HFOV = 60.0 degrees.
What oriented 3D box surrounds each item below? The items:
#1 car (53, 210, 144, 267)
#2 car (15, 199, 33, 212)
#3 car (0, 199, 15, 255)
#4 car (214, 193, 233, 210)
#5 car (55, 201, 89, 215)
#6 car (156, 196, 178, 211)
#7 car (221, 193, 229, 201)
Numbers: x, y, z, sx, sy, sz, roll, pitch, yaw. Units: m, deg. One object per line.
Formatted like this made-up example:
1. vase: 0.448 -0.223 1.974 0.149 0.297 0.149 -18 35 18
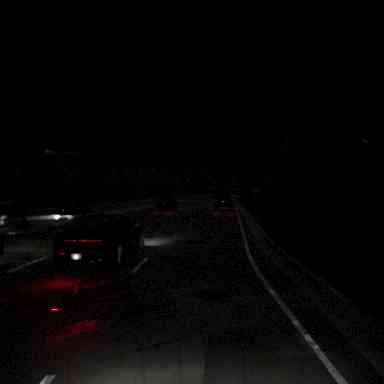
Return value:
1. car: -2.979 1.507 11.479 1.837 1.490 4.892 0 0 4
2. car: -19.064 1.481 35.430 1.882 1.535 5.008 0 0 7
3. car: -6.736 1.216 7.575 2.150 2.045 5.566 0 0 2
4. car: 4.053 1.252 42.562 2.150 2.045 5.566 0 0 7
5. car: -12.185 1.566 34.041 1.994 1.385 4.181 0 0 7
6. car: -3.067 1.372 41.972 2.097 1.767 4.553 0 0 7
7. car: 8.847 1.290 88.959 2.150 2.045 5.566 0 0 5
